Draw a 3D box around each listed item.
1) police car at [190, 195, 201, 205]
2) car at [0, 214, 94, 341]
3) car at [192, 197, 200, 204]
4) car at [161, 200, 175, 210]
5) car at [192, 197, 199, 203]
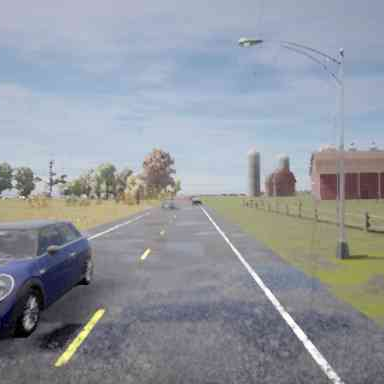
[{"bbox_3d":[1.026,1.990,72.242,1.930,1.638,5.238,0,0,0],"label":"police car"},{"bbox_3d":[-3.595,1.410,6.724,2.097,1.767,4.553,0,0,0],"label":"car"},{"bbox_3d":[1.022,2.091,82.322,1.801,1.575,5.366,0,0,0],"label":"car"},{"bbox_3d":[-3.578,1.893,49.951,2.128,1.511,4.902,0,0,0],"label":"car"},{"bbox_3d":[1.021,2.132,88.322,1.801,1.575,5.366,0,0,0],"label":"car"}]
